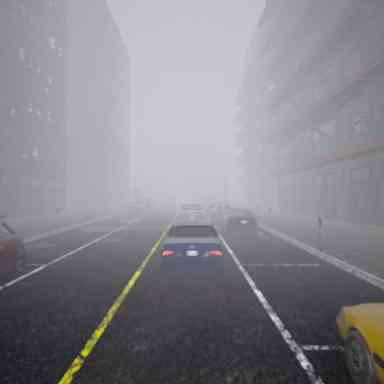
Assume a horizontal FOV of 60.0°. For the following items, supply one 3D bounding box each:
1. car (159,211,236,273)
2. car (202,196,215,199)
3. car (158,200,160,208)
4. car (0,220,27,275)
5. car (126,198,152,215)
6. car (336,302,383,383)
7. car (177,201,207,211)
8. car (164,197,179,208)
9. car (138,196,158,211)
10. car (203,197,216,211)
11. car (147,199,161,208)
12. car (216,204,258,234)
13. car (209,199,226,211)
[{"bbox_3d":[0.022,1.580,10.798,2.033,1.411,5.357,0,0,0],"label":"car"},{"bbox_3d":[2.732,1.474,52.388,2.192,1.841,5.009,1,0,0],"label":"car"},{"bbox_3d":[-5.907,1.708,46.836,1.947,1.339,4.313,1,0,0],"label":"car"},{"bbox_3d":[-5.712,1.464,7.859,1.967,1.590,4.097,1,0,0],"label":"car"},{"bbox_3d":[-5.883,1.658,35.699,2.008,1.369,4.403,1,0,0],"label":"car"},{"bbox_3d":[2.706,1.533,2.446,1.752,1.417,4.829,1,0,0],"label":"car"},{"bbox_3d":[0.005,1.684,28.095,1.895,1.301,4.718,0,0,0],"label":"car"},{"bbox_3d":[-3.174,1.506,51.192,2.097,1.767,4.553,0,0,0],"label":"car"},{"bbox_3d":[-5.892,1.440,41.267,2.192,1.841,5.009,1,0,0],"label":"car"},{"bbox_3d":[2.753,1.675,41.253,2.008,1.369,4.403,1,0,0],"label":"car"},{"bbox_3d":[-5.919,1.741,52.403,1.802,1.307,4.206,1,0,0],"label":"car"},{"bbox_3d":[2.732,1.624,19.621,1.947,1.339,4.313,1,0,0],"label":"car"},{"bbox_3d":[2.776,1.615,30.286,1.752,1.417,4.829,1,0,0],"label":"car"}]
